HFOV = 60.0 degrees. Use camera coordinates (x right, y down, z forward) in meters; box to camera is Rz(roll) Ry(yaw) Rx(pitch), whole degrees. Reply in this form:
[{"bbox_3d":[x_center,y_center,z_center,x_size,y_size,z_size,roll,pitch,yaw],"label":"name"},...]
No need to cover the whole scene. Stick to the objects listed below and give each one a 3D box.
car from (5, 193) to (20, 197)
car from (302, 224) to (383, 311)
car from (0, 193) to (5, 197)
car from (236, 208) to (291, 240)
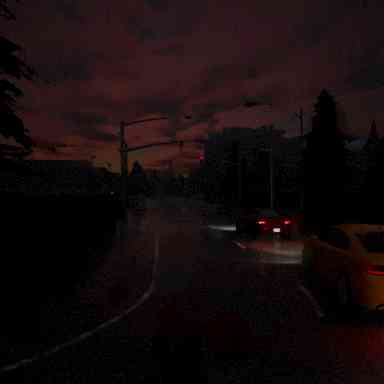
[{"bbox_3d":[-38.337,1.097,72.949,1.932,1.855,4.605,0,0,-5],"label":"car"},{"bbox_3d":[4.003,1.478,7.765,1.882,1.535,5.008,0,0,6],"label":"car"},{"bbox_3d":[-41.194,1.077,72.277,1.905,1.878,3.866,0,0,-5],"label":"car"},{"bbox_3d":[3.552,1.526,17.079,1.812,1.442,4.674,0,0,-5],"label":"car"}]
